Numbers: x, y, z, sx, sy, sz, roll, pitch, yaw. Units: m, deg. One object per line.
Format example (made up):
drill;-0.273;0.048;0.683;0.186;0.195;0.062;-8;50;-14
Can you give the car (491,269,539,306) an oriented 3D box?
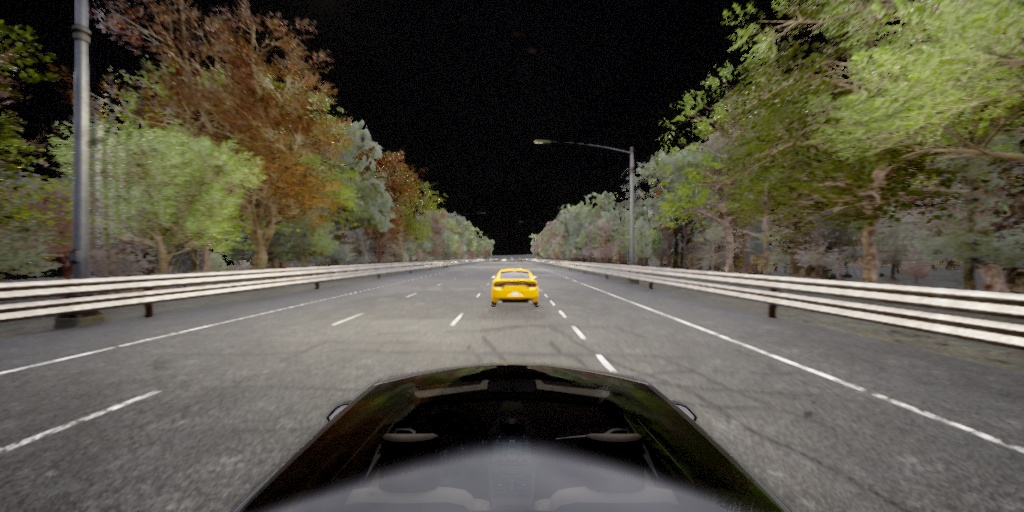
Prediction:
car;0.107;1.295;15.990;1.882;1.535;5.008;0;0;-1
